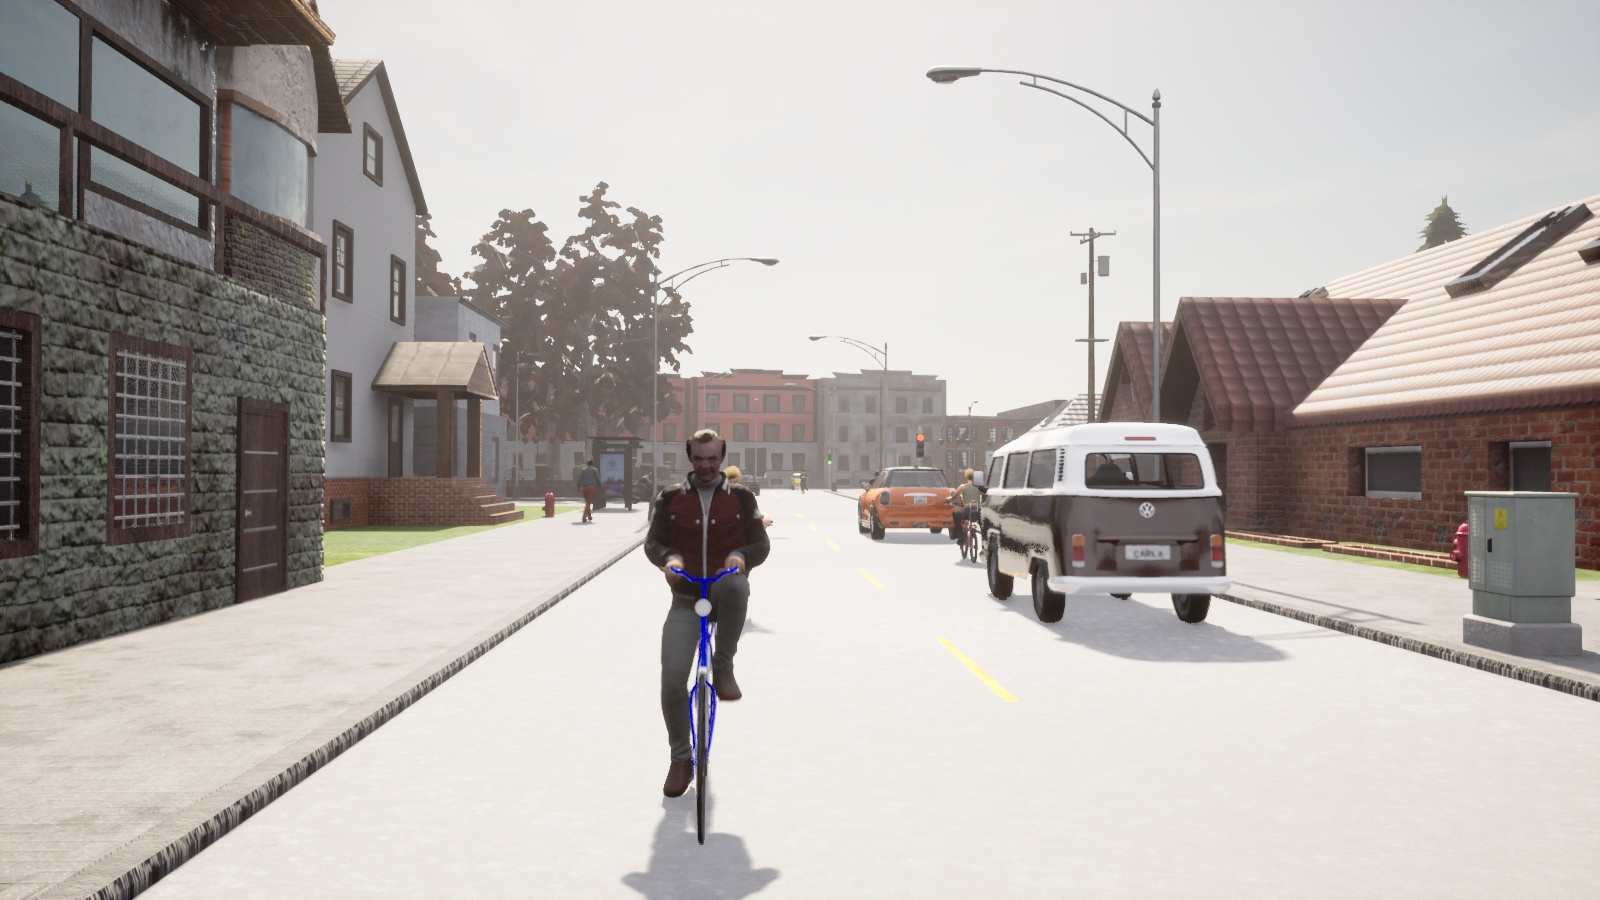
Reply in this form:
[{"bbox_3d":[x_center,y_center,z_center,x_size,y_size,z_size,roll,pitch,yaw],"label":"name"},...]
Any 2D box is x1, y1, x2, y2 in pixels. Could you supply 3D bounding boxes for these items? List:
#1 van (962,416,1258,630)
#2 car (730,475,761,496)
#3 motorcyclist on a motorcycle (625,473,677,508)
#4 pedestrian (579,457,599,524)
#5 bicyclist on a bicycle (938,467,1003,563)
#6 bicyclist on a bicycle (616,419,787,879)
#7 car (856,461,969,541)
[{"bbox_3d":[3.257,0.759,14.258,2.069,2.038,4.480,0,-2,-2],"label":"van"},{"bbox_3d":[-3.554,2.286,80.992,1.895,1.301,4.718,0,-1,-4],"label":"car"},{"bbox_3d":[-6.737,1.829,56.852,2.191,1.530,0.866,0,0,8],"label":"motorcyclist on a motorcycle"},{"bbox_3d":[-5.896,1.136,35.111,0.353,1.847,0.614,0,-1,11],"label":"pedestrian"},{"bbox_3d":[2.946,1.105,21.827,0.866,1.612,1.509,0,-1,-2],"label":"bicyclist on a bicycle"},{"bbox_3d":[-0.435,0.784,5.800,0.659,1.776,1.843,0,-1,-3],"label":"bicyclist on a bicycle"},{"bbox_3d":[2.603,1.169,30.248,2.097,1.767,4.553,0,-1,-3],"label":"car"}]
